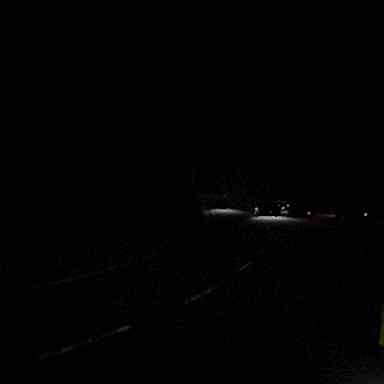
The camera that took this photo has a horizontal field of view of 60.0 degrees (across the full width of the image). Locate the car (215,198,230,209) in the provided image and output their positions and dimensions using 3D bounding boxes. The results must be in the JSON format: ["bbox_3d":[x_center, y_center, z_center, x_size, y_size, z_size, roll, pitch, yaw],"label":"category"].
[{"bbox_3d":[4.257,1.606,46.983,2.128,1.511,4.902,0,0,2],"label":"car"}]

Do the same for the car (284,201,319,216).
[{"bbox_3d":[11.008,1.696,33.274,1.895,1.301,4.718,0,0,2],"label":"car"}]

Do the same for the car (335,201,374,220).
[{"bbox_3d":[14.330,1.597,29.609,1.837,1.490,4.892,0,0,3],"label":"car"}]

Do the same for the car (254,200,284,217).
[{"bbox_3d":[7.336,1.651,32.738,1.994,1.385,4.181,0,0,2],"label":"car"}]
